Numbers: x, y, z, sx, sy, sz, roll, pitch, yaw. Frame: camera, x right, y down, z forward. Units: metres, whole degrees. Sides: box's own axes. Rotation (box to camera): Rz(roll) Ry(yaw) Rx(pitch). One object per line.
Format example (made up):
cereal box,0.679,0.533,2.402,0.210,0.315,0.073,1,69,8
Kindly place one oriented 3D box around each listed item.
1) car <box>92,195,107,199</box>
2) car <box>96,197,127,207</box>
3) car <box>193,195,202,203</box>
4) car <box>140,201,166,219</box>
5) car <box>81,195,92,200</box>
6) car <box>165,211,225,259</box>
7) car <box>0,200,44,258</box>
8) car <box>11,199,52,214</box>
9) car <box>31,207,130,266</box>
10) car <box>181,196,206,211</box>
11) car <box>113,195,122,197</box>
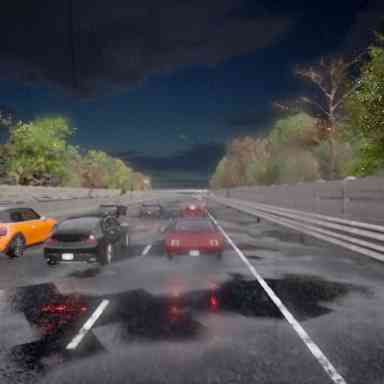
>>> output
car,-21.010,1.462,77.745,2.128,1.511,4.902,0,0,0
car,-6.911,1.504,29.295,2.128,1.511,4.902,0,0,0
car,1.215,1.552,73.229,1.882,1.535,5.008,0,0,0
car,-3.411,1.504,29.302,2.128,1.511,4.902,0,0,0
car,-24.510,1.490,77.745,1.994,1.385,4.181,0,0,0
car,0.091,1.601,12.477,1.895,1.301,4.718,0,0,0
car,-6.911,1.352,12.901,2.097,1.767,4.553,0,0,0
car,-17.599,1.568,36.810,2.033,1.411,5.357,0,0,0
car,-3.414,1.507,11.577,1.837,1.490,4.892,0,1,0
car,0.089,1.364,29.049,2.097,1.767,4.553,0,0,0
car,-17.510,1.437,77.746,1.837,1.490,4.892,0,0,0
